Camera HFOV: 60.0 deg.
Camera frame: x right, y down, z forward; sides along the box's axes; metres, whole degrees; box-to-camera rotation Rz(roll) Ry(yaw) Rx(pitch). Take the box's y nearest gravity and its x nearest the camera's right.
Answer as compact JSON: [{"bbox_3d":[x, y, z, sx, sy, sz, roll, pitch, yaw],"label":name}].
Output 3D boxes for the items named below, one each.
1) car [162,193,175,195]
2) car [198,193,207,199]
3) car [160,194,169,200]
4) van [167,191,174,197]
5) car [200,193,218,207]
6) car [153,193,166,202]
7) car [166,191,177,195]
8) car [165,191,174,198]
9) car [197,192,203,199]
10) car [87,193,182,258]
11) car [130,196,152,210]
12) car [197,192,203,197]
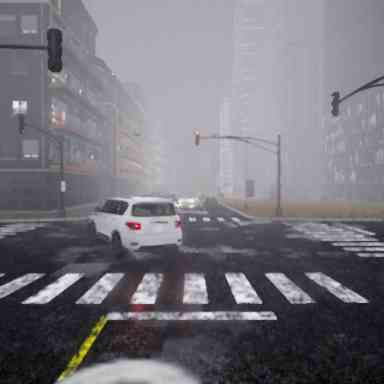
[{"bbox_3d":[-3.230,1.208,37.656,1.837,1.490,4.892,0,1,0],"label":"car"},{"bbox_3d":[2.368,0.941,78.253,1.887,1.381,4.507,-1,0,0],"label":"car"},{"bbox_3d":[-5.959,1.022,72.517,1.802,1.307,4.206,-1,0,0],"label":"car"},{"bbox_3d":[-6.043,0.615,95.109,1.690,1.788,3.998,-1,0,0],"label":"van"},{"bbox_3d":[2.488,1.195,44.360,1.887,1.381,4.507,-1,0,0],"label":"car"},{"bbox_3d":[-5.921,0.965,61.218,1.967,1.590,4.097,-1,0,0],"label":"car"},{"bbox_3d":[-3.258,1.047,55.184,1.882,1.535,5.008,0,0,0],"label":"car"},{"bbox_3d":[-6.023,0.630,89.461,2.192,1.841,5.009,-1,0,0],"label":"car"},{"bbox_3d":[2.408,1.031,66.955,2.008,1.369,4.403,-1,0,0],"label":"car"},{"bbox_3d":[-2.418,1.177,13.112,2.150,2.045,5.566,0,1,-30],"label":"car"},{"bbox_3d":[-5.838,1.241,38.624,1.887,1.381,4.507,-1,0,0],"label":"car"},{"bbox_3d":[2.306,0.796,95.369,1.752,1.417,4.829,-1,0,0],"label":"car"}]
